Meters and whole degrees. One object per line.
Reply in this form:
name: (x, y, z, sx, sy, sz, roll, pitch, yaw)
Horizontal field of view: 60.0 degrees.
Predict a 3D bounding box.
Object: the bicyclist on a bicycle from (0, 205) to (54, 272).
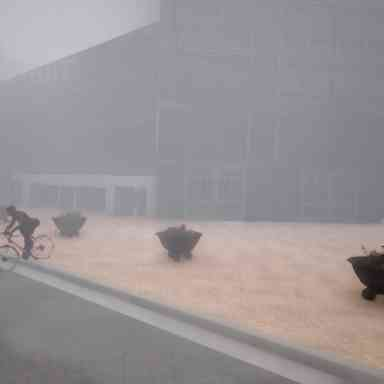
bicyclist on a bicycle: (-4.400, 1.129, 8.589, 0.582, 1.620, 1.656, 2, 10, 38)
